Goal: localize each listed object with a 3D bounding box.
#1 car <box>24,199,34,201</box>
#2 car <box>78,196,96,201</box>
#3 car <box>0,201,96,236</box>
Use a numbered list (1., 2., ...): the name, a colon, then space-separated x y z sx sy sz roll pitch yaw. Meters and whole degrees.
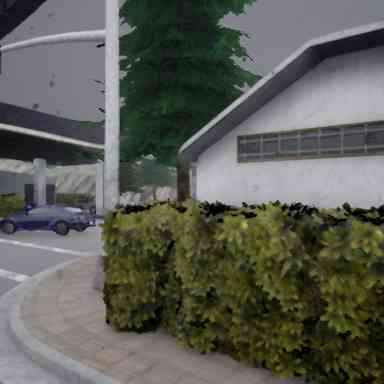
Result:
1. car: -17.386 1.500 33.135 4.611 1.667 2.242 0 0 35
2. car: -10.579 1.330 35.265 3.866 1.878 1.905 0 0 35
3. car: -7.183 1.343 16.649 4.674 1.442 1.812 0 0 11
